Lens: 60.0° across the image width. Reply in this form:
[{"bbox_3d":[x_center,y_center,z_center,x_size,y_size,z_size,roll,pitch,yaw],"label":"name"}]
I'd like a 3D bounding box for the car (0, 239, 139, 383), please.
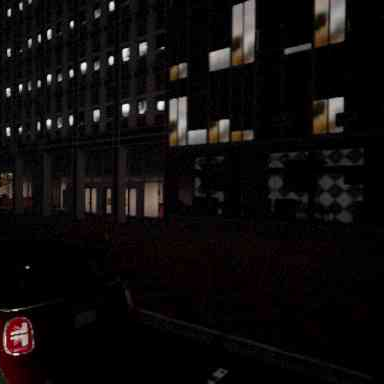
[{"bbox_3d":[-2.762,1.420,4.836,4.097,1.590,1.967,0,1,36],"label":"car"}]
